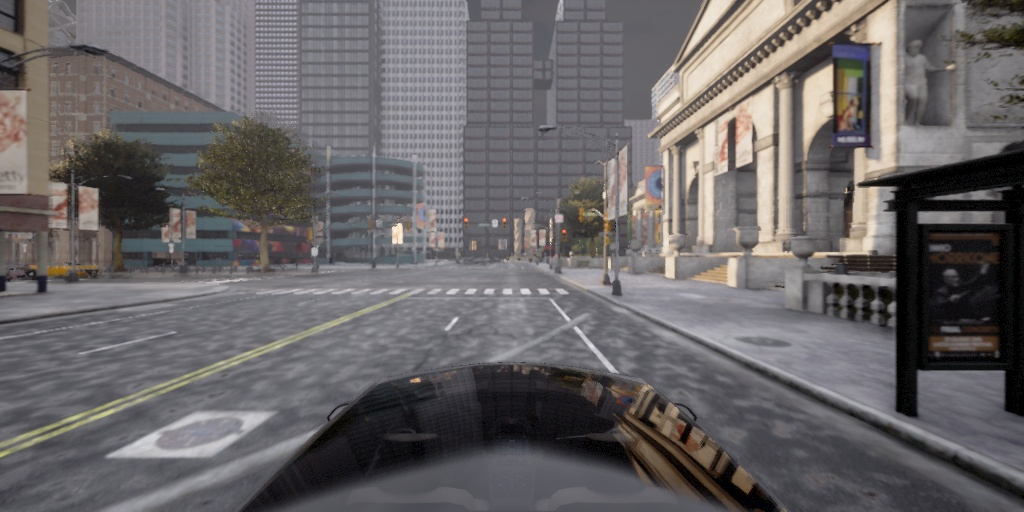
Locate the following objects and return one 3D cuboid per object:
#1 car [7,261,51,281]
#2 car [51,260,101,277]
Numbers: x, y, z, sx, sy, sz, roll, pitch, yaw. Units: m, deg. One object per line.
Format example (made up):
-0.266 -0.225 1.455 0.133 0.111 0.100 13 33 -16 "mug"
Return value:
-40.360 1.247 28.616 4.181 1.385 1.994 0 0 0 "car"
-39.999 1.152 32.116 5.008 1.535 1.882 0 0 0 "car"
